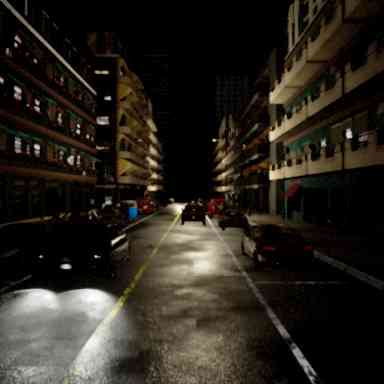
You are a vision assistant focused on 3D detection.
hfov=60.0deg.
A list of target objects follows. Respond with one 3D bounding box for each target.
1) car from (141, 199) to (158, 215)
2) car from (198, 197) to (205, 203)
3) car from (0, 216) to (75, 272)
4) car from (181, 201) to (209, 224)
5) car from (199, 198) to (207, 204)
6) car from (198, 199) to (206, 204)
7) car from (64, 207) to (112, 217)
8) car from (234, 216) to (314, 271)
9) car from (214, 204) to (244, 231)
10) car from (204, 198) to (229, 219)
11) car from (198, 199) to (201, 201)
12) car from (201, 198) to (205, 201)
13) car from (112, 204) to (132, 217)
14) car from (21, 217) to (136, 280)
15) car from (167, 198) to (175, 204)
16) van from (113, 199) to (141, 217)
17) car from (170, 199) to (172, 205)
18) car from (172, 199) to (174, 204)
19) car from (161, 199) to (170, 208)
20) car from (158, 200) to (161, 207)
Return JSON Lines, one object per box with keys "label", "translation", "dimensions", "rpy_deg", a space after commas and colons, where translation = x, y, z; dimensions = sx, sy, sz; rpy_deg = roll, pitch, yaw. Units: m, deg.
{"label": "car", "translation": [-5.669, 1.703, 39.111], "dimensions": [2.192, 1.841, 5.009], "rpy_deg": [-1, -1, 0]}
{"label": "car", "translation": [2.737, 2.389, 95.094], "dimensions": [1.967, 1.590, 4.097], "rpy_deg": [-1, -1, 0]}
{"label": "car", "translation": [-5.660, 1.692, 11.100], "dimensions": [1.802, 1.307, 4.206], "rpy_deg": [-1, -1, 0]}
{"label": "car", "translation": [0.112, 1.747, 27.131], "dimensions": [1.882, 1.535, 5.008], "rpy_deg": [0, 0, 0]}
{"label": "car", "translation": [2.731, 2.364, 84.059], "dimensions": [1.752, 1.417, 4.829], "rpy_deg": [-1, -1, 0]}
{"label": "car", "translation": [2.735, 2.458, 89.490], "dimensions": [1.947, 1.339, 4.313], "rpy_deg": [-1, -1, 0]}
{"label": "car", "translation": [-5.659, 1.606, 16.702], "dimensions": [1.967, 1.590, 4.097], "rpy_deg": [-1, -1, 0]}
{"label": "car", "translation": [2.687, 1.693, 11.066], "dimensions": [1.802, 1.307, 4.206], "rpy_deg": [-1, -1, 0]}
{"label": "car", "translation": [2.693, 1.749, 22.440], "dimensions": [1.752, 1.417, 4.829], "rpy_deg": [-1, -1, 0]}
{"label": "car", "translation": [2.697, 1.648, 33.475], "dimensions": [2.192, 1.841, 5.009], "rpy_deg": [-1, -1, 0]}
{"label": "car", "translation": [0.128, 1.993, 44.851], "dimensions": [2.033, 1.411, 5.357], "rpy_deg": [0, -1, 0]}
{"label": "car", "translation": [2.704, 1.760, 44.679], "dimensions": [2.192, 1.841, 5.009], "rpy_deg": [-1, -1, 0]}
{"label": "car", "translation": [-5.654, 1.772, 22.303], "dimensions": [2.008, 1.369, 4.403], "rpy_deg": [-1, -1, 0]}
{"label": "car", "translation": [-3.087, 1.666, 10.154], "dimensions": [1.994, 1.385, 4.181], "rpy_deg": [0, -1, 0]}
{"label": "car", "translation": [-5.645, 2.443, 89.525], "dimensions": [2.008, 1.369, 4.403], "rpy_deg": [-1, -1, 0]}
{"label": "van", "translation": [-5.653, 1.618, 27.907], "dimensions": [1.690, 1.788, 3.998], "rpy_deg": [-1, -1, 0]}
{"label": "car", "translation": [-5.659, 2.250, 67.117], "dimensions": [1.802, 1.307, 4.206], "rpy_deg": [-1, -1, 0]}
{"label": "car", "translation": [-5.652, 2.331, 78.321], "dimensions": [2.008, 1.369, 4.403], "rpy_deg": [-1, -1, 0]}
{"label": "car", "translation": [-5.662, 2.194, 61.515], "dimensions": [1.802, 1.307, 4.206], "rpy_deg": [-1, -1, 0]}
{"label": "car", "translation": [-5.680, 1.995, 44.711], "dimensions": [2.008, 1.369, 4.403], "rpy_deg": [-1, -1, 0]}
